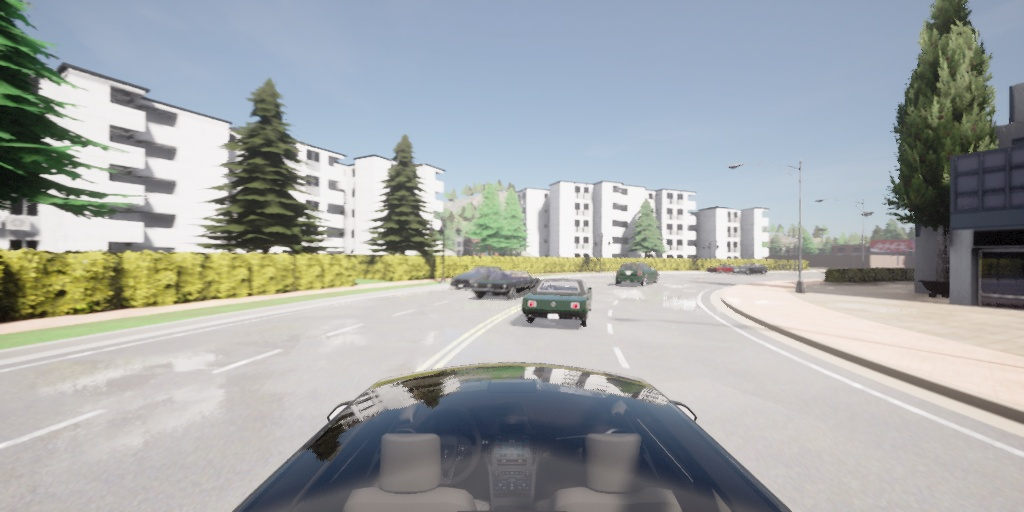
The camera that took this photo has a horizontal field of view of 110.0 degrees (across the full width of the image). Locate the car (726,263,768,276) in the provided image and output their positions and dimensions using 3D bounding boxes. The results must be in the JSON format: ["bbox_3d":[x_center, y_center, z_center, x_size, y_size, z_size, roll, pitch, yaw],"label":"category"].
[{"bbox_3d":[30.253,1.687,45.611,4.902,1.511,2.128,0,0,-22],"label":"car"}]

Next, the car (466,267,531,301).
[{"bbox_3d":[-0.181,1.406,17.967,1.895,1.301,4.718,0,0,23],"label":"car"}]

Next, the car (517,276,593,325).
[{"bbox_3d":[1.727,1.404,12.140,1.895,1.301,4.718,0,0,15],"label":"car"}]

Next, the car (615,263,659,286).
[{"bbox_3d":[9.634,1.286,27.377,2.097,1.767,4.553,0,0,37],"label":"car"}]

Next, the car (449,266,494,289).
[{"bbox_3d":[-1.764,1.355,23.008,2.033,1.411,5.357,0,0,27],"label":"car"}]

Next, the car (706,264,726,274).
[{"bbox_3d":[28.815,1.795,48.805,4.718,1.301,1.895,1,0,-21],"label":"car"}]
